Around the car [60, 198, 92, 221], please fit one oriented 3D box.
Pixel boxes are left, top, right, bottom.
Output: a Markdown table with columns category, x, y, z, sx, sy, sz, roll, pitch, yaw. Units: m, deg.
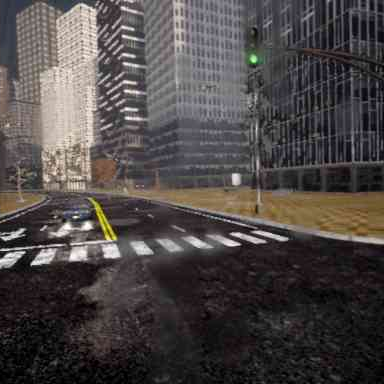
| category | x | y | z | sx | sy | sz | roll | pitch | yaw |
| --- | --- | --- | --- | --- | --- | --- | --- | --- | --- |
| car | -8.121 | 1.146 | 23.484 | 2.033 | 1.411 | 5.357 | -3 | 2 | -17 |
